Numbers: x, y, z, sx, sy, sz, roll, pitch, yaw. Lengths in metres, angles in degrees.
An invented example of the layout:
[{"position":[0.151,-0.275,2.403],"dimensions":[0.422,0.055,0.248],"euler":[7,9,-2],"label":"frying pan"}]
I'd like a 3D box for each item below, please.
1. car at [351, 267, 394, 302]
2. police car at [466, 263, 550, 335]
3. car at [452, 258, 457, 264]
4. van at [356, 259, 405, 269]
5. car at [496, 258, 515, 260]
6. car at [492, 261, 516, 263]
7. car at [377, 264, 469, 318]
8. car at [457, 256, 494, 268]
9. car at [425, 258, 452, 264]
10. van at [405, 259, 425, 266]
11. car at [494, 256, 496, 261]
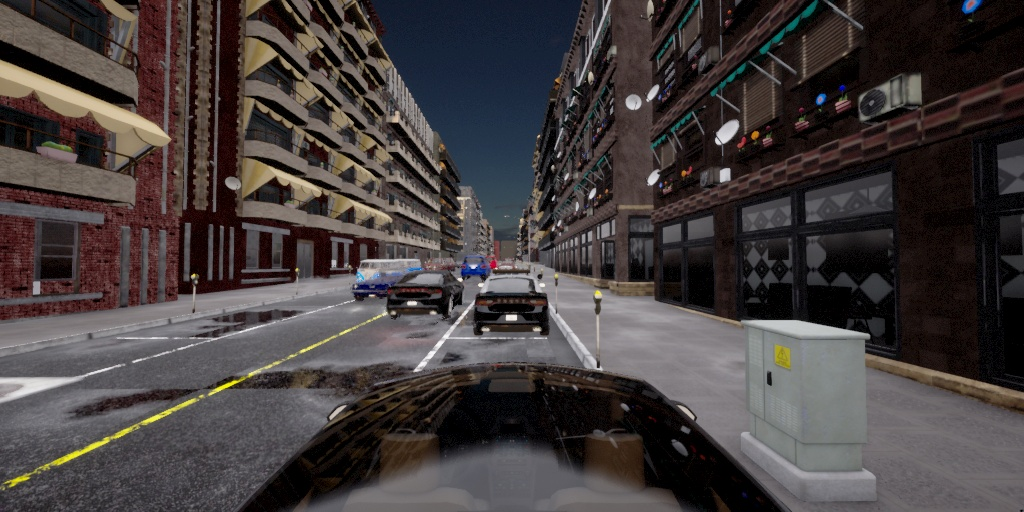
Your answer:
[{"position":[-5.871,1.362,17.260],"dimensions":[1.895,1.301,4.718],"euler":[0,0,0],"label":"car"},{"position":[-0.012,1.180,10.613],"dimensions":[1.930,1.638,5.238],"euler":[0,0,0],"label":"police car"},{"position":[-8.336,1.128,44.724],"dimensions":[2.192,1.841,5.009],"euler":[0,0,0],"label":"car"},{"position":[-8.335,1.108,22.603],"dimensions":[1.690,1.789,3.998],"euler":[0,0,0],"label":"van"},{"position":[-0.446,1.240,39.134],"dimensions":[1.967,1.591,4.097],"euler":[0,0,0],"label":"car"},{"position":[-0.453,1.322,28.072],"dimensions":[1.888,1.381,4.507],"euler":[0,0,0],"label":"car"},{"position":[-2.922,1.234,12.969],"dimensions":[1.882,1.535,5.008],"euler":[0,0,0],"label":"car"},{"position":[-3.021,1.003,30.700],"dimensions":[2.150,2.045,5.566],"euler":[0,0,0],"label":"car"},{"position":[-8.336,1.115,39.194],"dimensions":[2.192,1.841,5.009],"euler":[0,0,0],"label":"car"},{"position":[-8.336,1.118,28.134],"dimensions":[1.690,1.789,3.998],"euler":[0,0,0],"label":"van"},{"position":[-2.922,1.042,47.430],"dimensions":[2.150,2.045,5.566],"euler":[0,0,0],"label":"car"}]
